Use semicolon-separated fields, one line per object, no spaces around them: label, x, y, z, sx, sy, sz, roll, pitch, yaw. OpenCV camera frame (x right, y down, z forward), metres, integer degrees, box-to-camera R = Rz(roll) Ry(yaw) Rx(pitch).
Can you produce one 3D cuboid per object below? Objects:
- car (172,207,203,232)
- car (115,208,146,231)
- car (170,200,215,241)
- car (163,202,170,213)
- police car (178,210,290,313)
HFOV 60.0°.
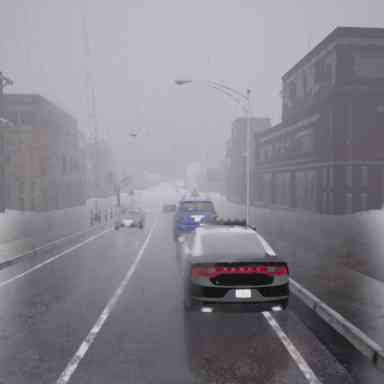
car;-0.410;1.852;23.934;1.882;1.535;5.008;0;-2;-5
car;-4.302;1.878;23.652;2.128;1.511;4.902;0;-2;-5
car;0.065;1.434;17.965;2.150;2.045;5.566;0;-1;-4
car;-3.102;2.128;46.720;1.882;1.535;5.008;0;0;-4
police car;0.715;1.464;7.960;1.930;1.638;5.238;0;-1;-3
